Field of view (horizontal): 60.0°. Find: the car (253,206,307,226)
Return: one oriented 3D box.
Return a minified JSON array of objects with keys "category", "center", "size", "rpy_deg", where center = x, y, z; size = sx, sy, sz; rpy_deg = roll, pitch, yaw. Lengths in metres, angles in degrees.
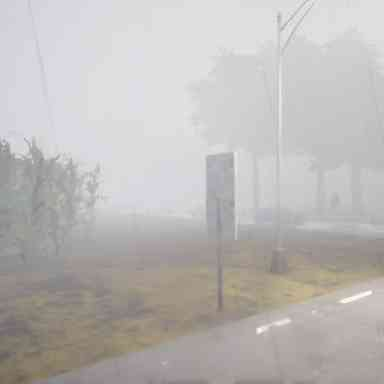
[{"category":"car","center":[6.810,1.820,26.121],"size":[1.994,1.385,4.181],"rpy_deg":[-1,0,-36]}]

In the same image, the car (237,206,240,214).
[{"category":"car","center":[3.101,1.849,36.469],"size":[1.837,1.490,4.892],"rpy_deg":[-1,0,-35]}]

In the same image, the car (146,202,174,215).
[{"category":"car","center":[-4.118,1.995,41.613],"size":[1.812,1.442,4.674],"rpy_deg":[-1,0,-35]}]

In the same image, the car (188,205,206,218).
[{"category":"car","center":[1.657,1.956,33.401],"size":[1.895,1.301,4.718],"rpy_deg":[-1,0,-35]}]

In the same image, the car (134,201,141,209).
[{"category":"car","center":[-10.451,2.222,55.670],"size":[1.895,1.301,4.718],"rpy_deg":[-1,0,-35]}]

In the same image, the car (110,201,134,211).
[{"category":"car","center":[-11.200,2.142,51.781],"size":[1.812,1.442,4.674],"rpy_deg":[-1,0,-35]}]
